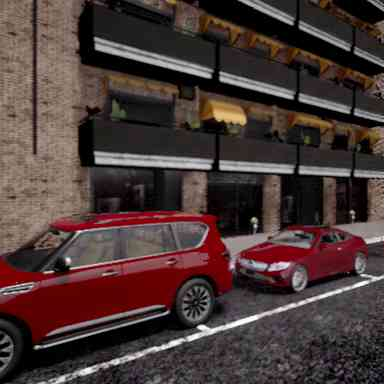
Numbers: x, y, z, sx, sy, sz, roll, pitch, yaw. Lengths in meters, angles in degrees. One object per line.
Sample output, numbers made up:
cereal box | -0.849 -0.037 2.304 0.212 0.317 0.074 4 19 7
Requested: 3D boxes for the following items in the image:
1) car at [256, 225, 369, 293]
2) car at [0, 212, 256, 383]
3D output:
car | 3.018 1.550 8.714 4.206 1.307 1.802 0 0 -36
car | -1.570 1.308 5.437 5.009 1.841 2.192 0 0 -36
